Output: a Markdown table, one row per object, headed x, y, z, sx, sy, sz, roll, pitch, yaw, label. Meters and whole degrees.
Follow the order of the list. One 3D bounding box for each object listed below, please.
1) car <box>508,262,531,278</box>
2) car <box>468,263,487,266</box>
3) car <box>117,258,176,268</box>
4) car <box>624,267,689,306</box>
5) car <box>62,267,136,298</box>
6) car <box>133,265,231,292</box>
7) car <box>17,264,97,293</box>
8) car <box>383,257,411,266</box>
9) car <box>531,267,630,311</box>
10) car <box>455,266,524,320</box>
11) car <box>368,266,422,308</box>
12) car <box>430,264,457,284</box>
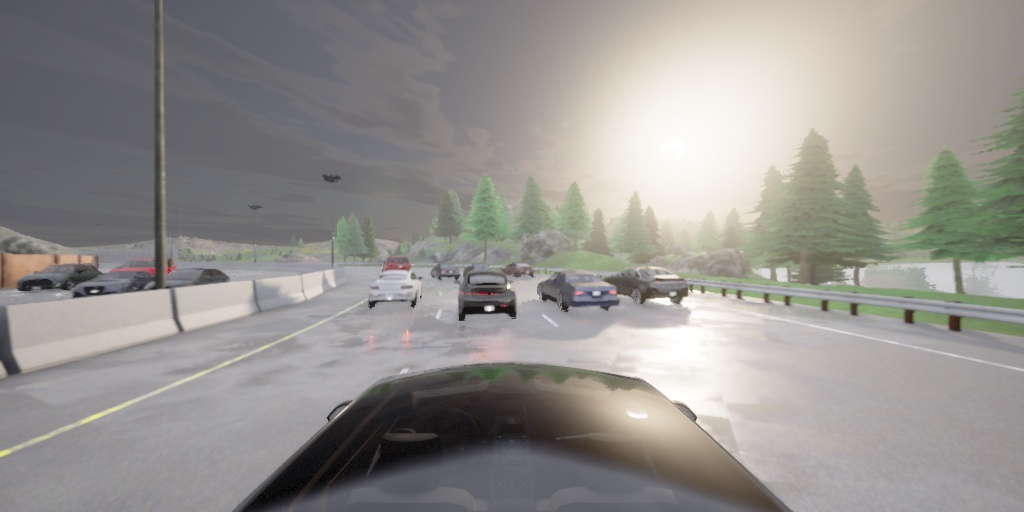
| x | y | z | sx | sy | sz | roll | pitch | yaw | label |
| --- | --- | --- | --- | --- | --- | --- | --- | --- | --- |
| 0.537 | 1.298 | 34.044 | 1.812 | 1.442 | 4.674 | 0 | 0 | -22 | car |
| -3.252 | 1.365 | 34.025 | 1.994 | 1.385 | 4.181 | 0 | 0 | -22 | car |
| -26.461 | 1.191 | 25.962 | 2.150 | 2.045 | 5.566 | 0 | 0 | -24 | car |
| 5.629 | 1.210 | 15.761 | 2.128 | 1.511 | 4.902 | 0 | 0 | -9 | car |
| -20.245 | 1.481 | 18.805 | 1.994 | 1.385 | 4.181 | 0 | 0 | -17 | car |
| -16.565 | 1.394 | 18.617 | 1.837 | 1.490 | 4.892 | 0 | 0 | -15 | car |
| -29.264 | 1.341 | 23.454 | 2.097 | 1.767 | 4.553 | -1 | 0 | -24 | car |
| -11.257 | 1.083 | 35.054 | 2.150 | 2.045 | 5.566 | 0 | 0 | -25 | car |
| 2.418 | 1.289 | 14.361 | 2.033 | 1.411 | 5.357 | 0 | 0 | -9 | car |
| -0.966 | 1.271 | 12.755 | 1.837 | 1.490 | 4.892 | 0 | 0 | -8 | car |
| -4.942 | 1.324 | 15.527 | 1.812 | 1.442 | 4.674 | 0 | 0 | -10 | car |
| -5.937 | 1.367 | 31.689 | 2.033 | 1.411 | 5.357 | 0 | 0 | -22 | car |
